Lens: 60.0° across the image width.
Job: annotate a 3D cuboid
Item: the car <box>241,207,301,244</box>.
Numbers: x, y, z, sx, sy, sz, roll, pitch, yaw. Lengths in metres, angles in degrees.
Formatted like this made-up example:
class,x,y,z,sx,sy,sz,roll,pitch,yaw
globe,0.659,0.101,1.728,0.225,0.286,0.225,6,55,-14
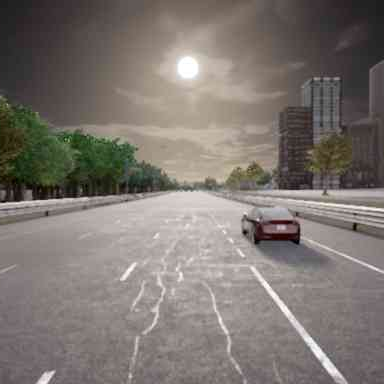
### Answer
class,x,y,z,sx,sy,sz,roll,pitch,yaw
car,3.499,1.425,15.374,2.163,1.488,4.792,0,0,0
